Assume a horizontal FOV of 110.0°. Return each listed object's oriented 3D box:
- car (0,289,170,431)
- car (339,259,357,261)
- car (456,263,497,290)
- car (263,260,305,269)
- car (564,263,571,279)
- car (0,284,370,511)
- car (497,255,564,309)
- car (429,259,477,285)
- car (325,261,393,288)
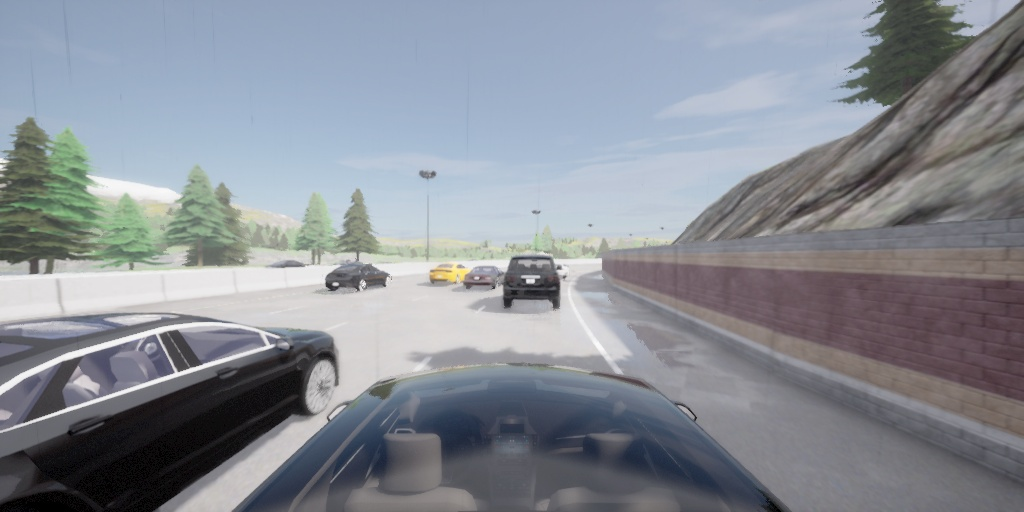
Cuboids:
[{"bbox_3d":[-6.846,1.276,3.388,2.033,1.411,5.357,0,0,1],"label":"car"},{"bbox_3d":[-21.382,1.179,46.145,2.128,1.511,4.902,0,0,17],"label":"car"},{"bbox_3d":[-1.572,1.294,22.687,2.033,1.411,5.357,0,0,9],"label":"car"},{"bbox_3d":[-26.288,1.196,41.586,1.812,1.442,4.674,0,0,15],"label":"car"},{"bbox_3d":[4.242,1.292,33.152,1.812,1.442,4.674,0,0,14],"label":"car"},{"bbox_3d":[-3.307,1.231,3.035,2.128,1.511,4.902,0,0,1],"label":"car"},{"bbox_3d":[0.937,0.976,15.208,2.150,2.045,5.566,0,0,6],"label":"car"},{"bbox_3d":[-4.410,1.216,26.440,1.882,1.535,5.008,0,0,10],"label":"car"},{"bbox_3d":[-8.846,1.229,21.060,1.837,1.490,4.892,0,0,8],"label":"car"}]
